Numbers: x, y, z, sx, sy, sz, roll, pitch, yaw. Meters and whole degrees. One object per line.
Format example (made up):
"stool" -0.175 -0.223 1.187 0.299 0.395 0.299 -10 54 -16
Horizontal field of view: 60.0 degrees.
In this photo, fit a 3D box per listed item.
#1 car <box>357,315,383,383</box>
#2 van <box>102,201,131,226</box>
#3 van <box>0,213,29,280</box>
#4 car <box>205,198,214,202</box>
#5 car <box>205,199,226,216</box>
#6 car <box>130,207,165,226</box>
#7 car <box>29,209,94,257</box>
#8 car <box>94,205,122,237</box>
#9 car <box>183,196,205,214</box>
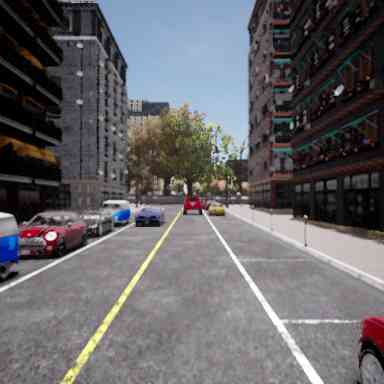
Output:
"car" 2.703 1.561 1.977 1.887 1.381 4.507 1 0 0
"van" -5.638 1.537 24.703 1.690 1.788 3.998 1 0 0
"van" -5.640 1.402 7.614 1.690 1.788 3.998 1 0 0
"car" 2.709 1.921 47.547 1.887 1.381 4.507 1 0 0
"car" 2.707 1.813 36.324 1.752 1.417 4.829 1 0 0
"car" -3.097 1.799 25.040 1.895 1.301 4.718 0 0 0
"car" -5.641 1.546 13.310 1.967 1.590 4.097 1 0 0
"car" -5.642 1.701 19.005 2.008 1.369 4.403 1 0 0
"car" 0.103 1.535 39.810 2.150 2.045 5.566 0 -1 0
